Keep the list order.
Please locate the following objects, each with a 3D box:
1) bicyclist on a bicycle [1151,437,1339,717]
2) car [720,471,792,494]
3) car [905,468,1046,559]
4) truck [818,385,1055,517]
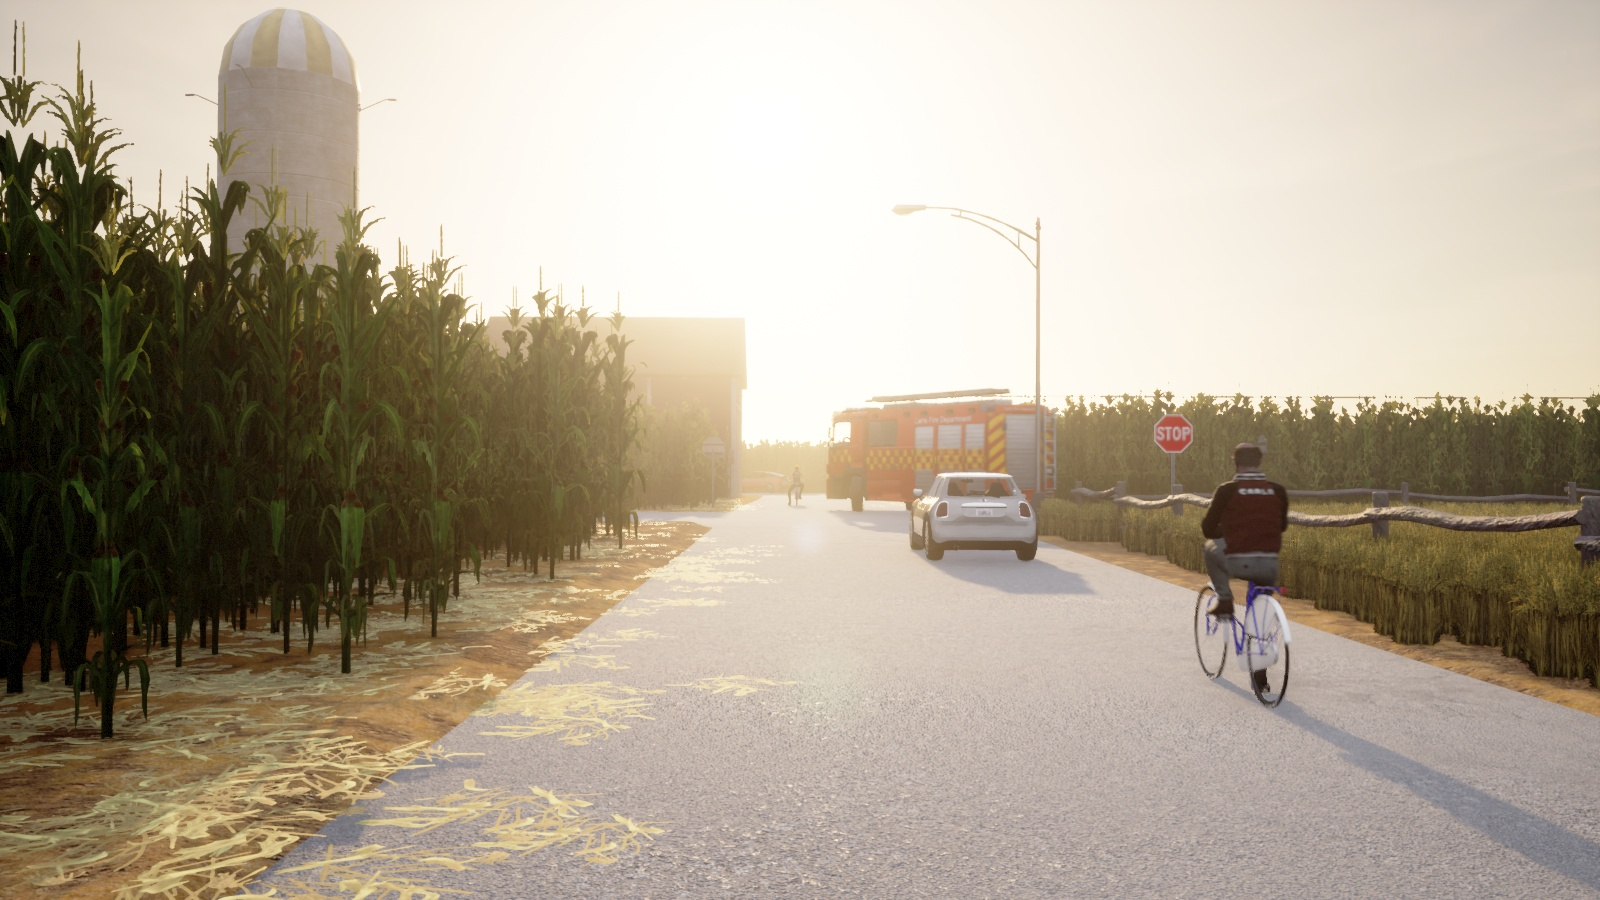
[{"bbox_3d":[3.080,0.815,8.886,0.659,1.776,1.843,0,-1,0],"label":"bicyclist on a bicycle"},{"bbox_3d":[-3.022,2.226,86.696,4.514,1.525,2.007,-1,-1,23],"label":"car"},{"bbox_3d":[3.041,1.071,22.544,1.970,1.475,3.806,0,-1,0],"label":"car"},{"bbox_3d":[4.192,0.091,40.959,2.891,3.827,8.468,0,-1,-33],"label":"truck"}]
